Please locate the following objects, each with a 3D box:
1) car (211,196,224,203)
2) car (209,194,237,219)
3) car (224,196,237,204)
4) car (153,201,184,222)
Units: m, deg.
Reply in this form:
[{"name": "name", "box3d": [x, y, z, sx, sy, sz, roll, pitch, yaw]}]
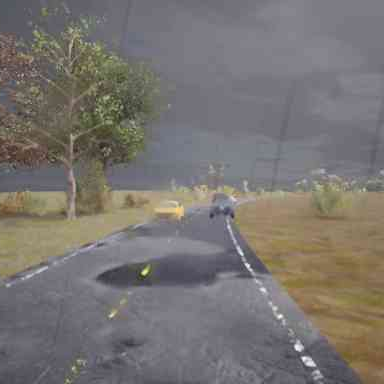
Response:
[{"name": "car", "box3d": [5.088, 1.520, 66.793, 1.994, 1.385, 4.181, 0, 0, 13]}, {"name": "car", "box3d": [2.685, 1.348, 29.506, 2.097, 1.767, 4.553, 0, 0, 6]}, {"name": "car", "box3d": [7.378, 1.499, 63.696, 1.812, 1.442, 4.674, 0, 0, 14]}, {"name": "car", "box3d": [-1.755, 1.469, 26.286, 1.882, 1.535, 5.008, 0, 0, 6]}]
